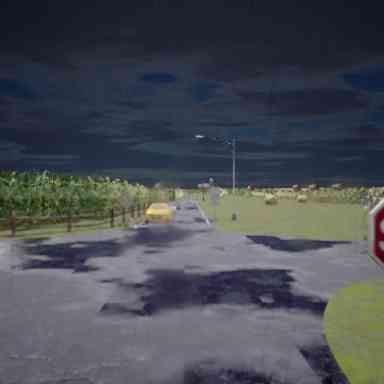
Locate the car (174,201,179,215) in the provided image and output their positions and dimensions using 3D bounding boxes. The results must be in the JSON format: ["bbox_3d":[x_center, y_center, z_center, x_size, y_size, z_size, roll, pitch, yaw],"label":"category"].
[{"bbox_3d":[-2.870,2.036,39.663,1.895,1.301,4.718,0,-1,0],"label":"car"}]

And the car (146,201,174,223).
[{"bbox_3d":[-2.857,1.805,29.180,1.882,1.535,5.008,0,-1,0],"label":"car"}]
